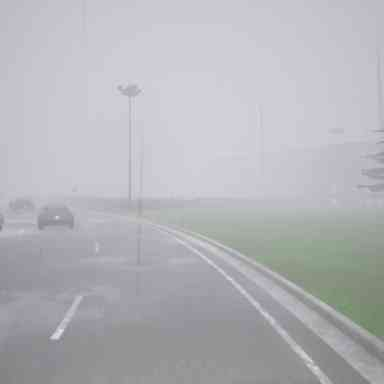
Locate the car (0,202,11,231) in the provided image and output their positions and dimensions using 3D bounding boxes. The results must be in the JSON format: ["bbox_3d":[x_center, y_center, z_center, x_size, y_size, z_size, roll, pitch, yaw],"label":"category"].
[{"bbox_3d":[-10.593,1.441,16.490,2.033,1.411,5.357,0,0,-23],"label":"car"}]

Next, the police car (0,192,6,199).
[{"bbox_3d":[-47.635,0.892,82.645,1.930,1.638,5.238,0,0,-37],"label":"police car"}]

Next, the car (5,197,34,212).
[{"bbox_3d":[-17.834,1.275,34.705,1.837,1.490,4.892,0,-1,-36],"label":"car"}]

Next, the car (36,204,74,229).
[{"bbox_3d":[-8.635,1.428,20.884,1.994,1.385,4.181,0,0,-26],"label":"car"}]
